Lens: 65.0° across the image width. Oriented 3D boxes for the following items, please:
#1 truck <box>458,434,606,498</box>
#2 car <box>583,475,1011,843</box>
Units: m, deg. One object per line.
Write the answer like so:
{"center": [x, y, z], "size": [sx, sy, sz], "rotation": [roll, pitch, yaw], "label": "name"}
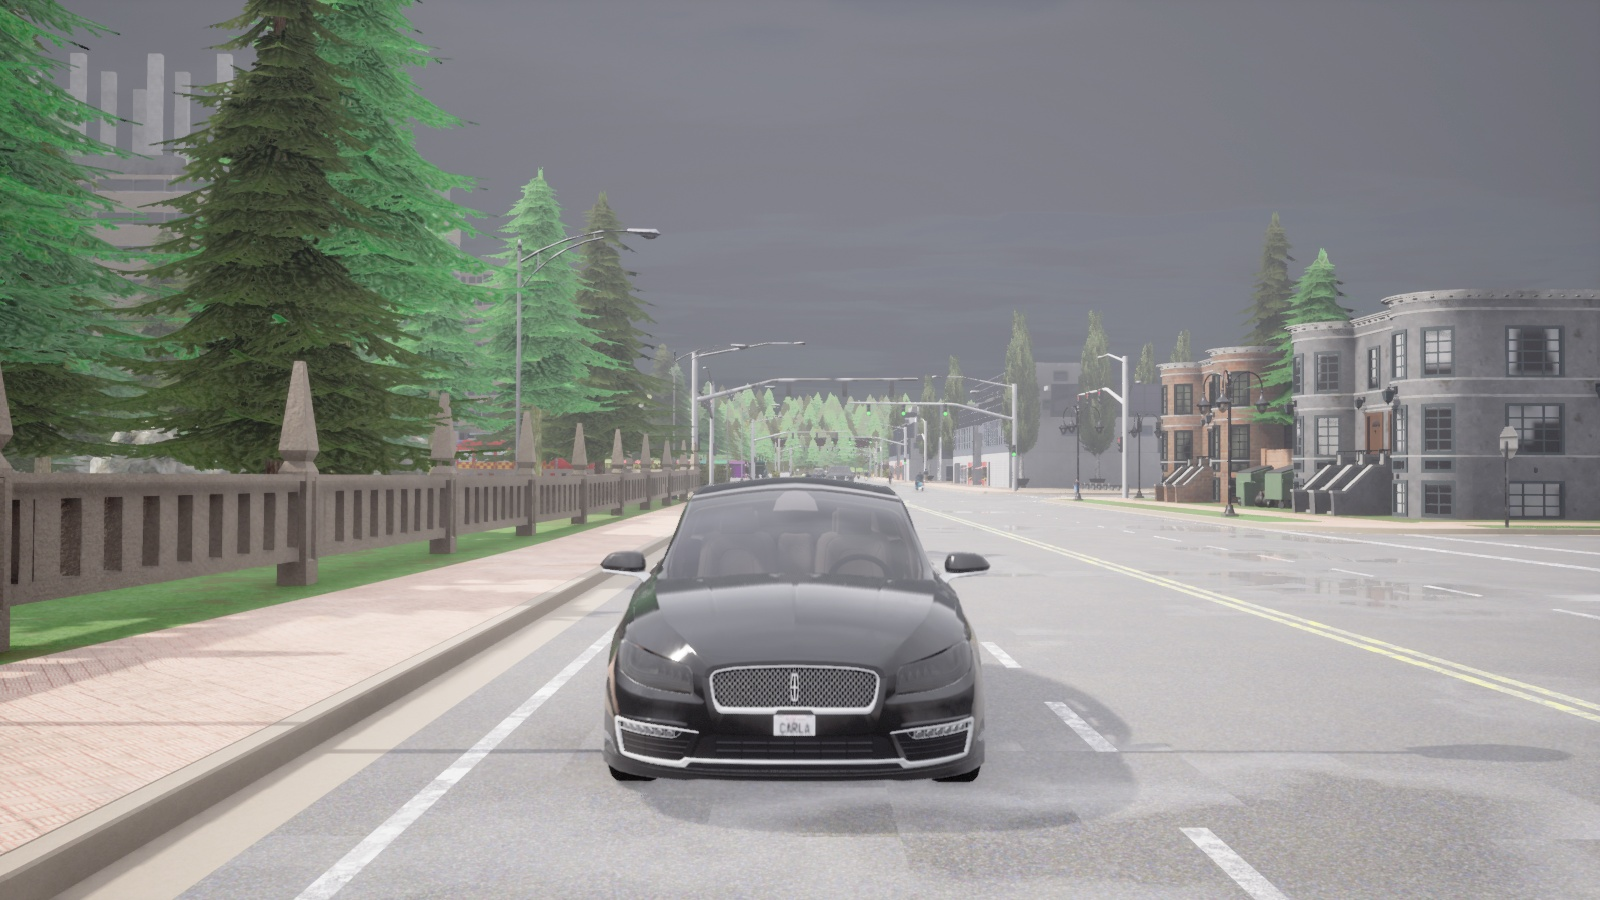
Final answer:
{"center": [-16.340, 1.006, 77.079], "size": [8.468, 3.827, 2.891], "rotation": [0, -1, 0], "label": "truck"}
{"center": [-0.021, 0.948, 7.853], "size": [1.837, 1.490, 4.892], "rotation": [0, 0, 0], "label": "car"}
